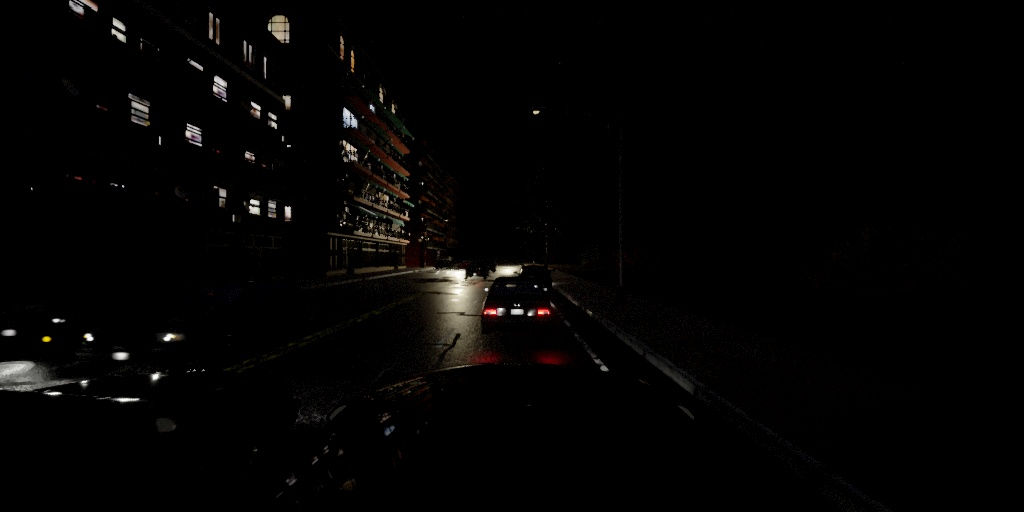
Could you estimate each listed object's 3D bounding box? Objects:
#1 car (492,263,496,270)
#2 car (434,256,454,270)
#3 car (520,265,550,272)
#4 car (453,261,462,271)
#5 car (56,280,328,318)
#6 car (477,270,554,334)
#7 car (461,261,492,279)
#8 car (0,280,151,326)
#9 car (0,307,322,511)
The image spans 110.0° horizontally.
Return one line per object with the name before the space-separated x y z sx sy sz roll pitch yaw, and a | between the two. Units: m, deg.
car | -3.064 1.327 45.374 1.994 1.385 4.181 0 0 0
car | -9.748 0.986 52.350 2.150 2.045 5.566 0 0 0
car | 1.172 1.262 20.245 1.837 1.490 4.892 0 0 0
car | -6.504 1.364 49.860 1.895 1.301 4.718 0 0 0
car | -6.588 1.300 8.700 2.033 1.411 5.357 0 0 0
car | 0.118 1.301 10.556 2.033 1.411 5.357 0 0 0
car | -3.091 1.266 32.305 1.837 1.490 4.892 0 0 0
car | -9.836 1.317 9.005 1.994 1.385 4.181 0 0 0
car | -3.155 1.297 1.297 2.033 1.411 5.357 0 0 0
